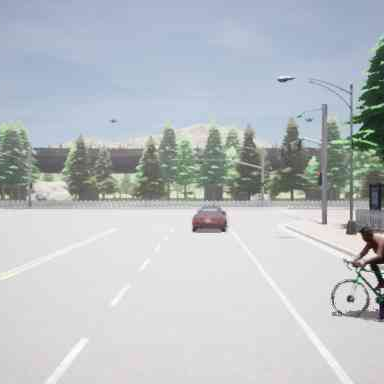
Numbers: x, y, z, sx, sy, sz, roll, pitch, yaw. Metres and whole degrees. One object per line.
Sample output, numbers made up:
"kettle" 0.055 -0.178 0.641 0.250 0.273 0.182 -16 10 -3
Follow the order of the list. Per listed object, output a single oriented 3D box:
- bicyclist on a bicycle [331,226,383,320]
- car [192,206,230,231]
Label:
"bicyclist on a bicycle" 3.304 1.438 5.951 1.656 1.620 0.582 -2 0 2
"car" 1.218 1.561 20.486 1.994 1.385 4.181 0 0 9
